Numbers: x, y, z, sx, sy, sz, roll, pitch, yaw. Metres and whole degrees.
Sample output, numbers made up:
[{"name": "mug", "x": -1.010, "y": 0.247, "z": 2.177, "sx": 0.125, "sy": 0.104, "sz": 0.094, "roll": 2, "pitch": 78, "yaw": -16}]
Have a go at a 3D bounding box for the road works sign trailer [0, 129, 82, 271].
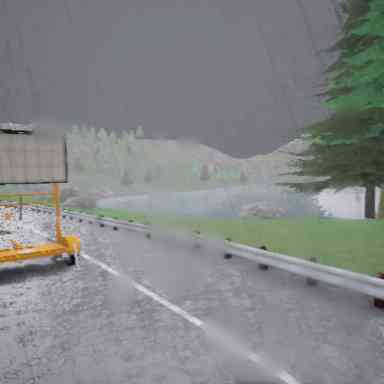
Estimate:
[{"name": "road works sign trailer", "x": -4.538, "y": 0.196, "z": 8.743, "sx": 2.380, "sy": 3.560, "sz": 2.880, "roll": -4, "pitch": 3, "yaw": -37}]
